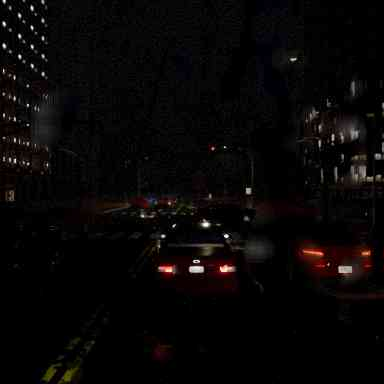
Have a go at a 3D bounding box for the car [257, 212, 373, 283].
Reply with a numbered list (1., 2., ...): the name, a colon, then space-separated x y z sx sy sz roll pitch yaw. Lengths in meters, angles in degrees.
1. car: 3.330 1.522 9.537 1.812 1.442 4.674 0 0 0

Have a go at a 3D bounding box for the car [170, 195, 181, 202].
1. car: -3.563 1.419 72.535 2.128 1.511 4.902 0 0 -2

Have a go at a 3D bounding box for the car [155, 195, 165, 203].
1. car: -6.751 1.404 70.432 1.837 1.490 4.892 0 0 -1

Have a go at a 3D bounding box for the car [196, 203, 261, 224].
1. car: 2.862 1.553 25.419 5.357 1.411 2.033 0 1 30

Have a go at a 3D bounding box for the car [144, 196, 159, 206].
1. car: -6.707 1.464 55.425 1.812 1.442 4.674 0 1 0

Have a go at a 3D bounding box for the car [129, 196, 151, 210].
1. car: -6.687 1.441 42.319 1.882 1.535 5.008 0 0 0

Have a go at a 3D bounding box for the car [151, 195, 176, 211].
1. car: -3.431 1.319 40.839 2.097 1.767 4.553 0 0 0

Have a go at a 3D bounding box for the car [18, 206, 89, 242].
1. car: -6.634 1.472 16.465 1.882 1.535 5.008 0 0 0

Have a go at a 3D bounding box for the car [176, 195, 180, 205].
1. car: -3.459 1.439 56.657 1.837 1.490 4.892 0 0 0

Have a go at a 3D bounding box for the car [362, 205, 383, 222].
1. car: 16.065 1.617 26.841 4.181 1.385 1.994 0 0 1

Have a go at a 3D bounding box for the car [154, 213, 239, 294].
1. car: 0.081 1.544 8.951 2.033 1.411 5.357 0 0 0
